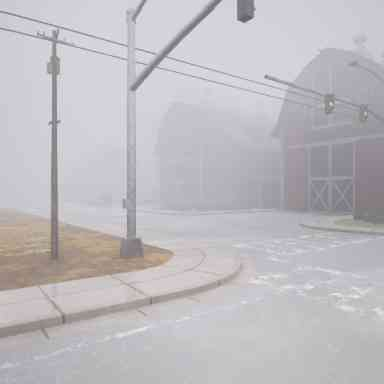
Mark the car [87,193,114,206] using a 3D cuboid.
[{"bbox_3d":[-13.846,1.118,50.577,3.866,1.878,1.905,-2,5,11],"label":"car"}]
